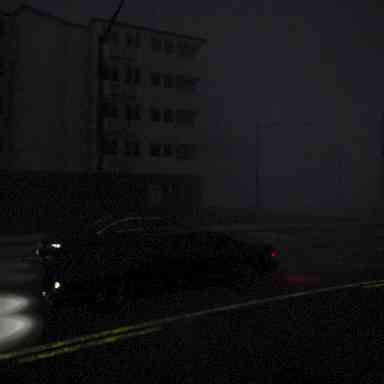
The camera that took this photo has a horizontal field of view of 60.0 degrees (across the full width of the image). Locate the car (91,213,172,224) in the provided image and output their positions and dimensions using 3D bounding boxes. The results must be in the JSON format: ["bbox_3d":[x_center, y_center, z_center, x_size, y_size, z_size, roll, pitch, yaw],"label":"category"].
[{"bbox_3d":[-2.169,1.443,10.511,4.902,1.511,2.128,0,0,-29],"label":"car"}]

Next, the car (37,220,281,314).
[{"bbox_3d":[-0.467,1.522,7.587,5.357,1.411,2.033,0,0,-29],"label":"car"}]
